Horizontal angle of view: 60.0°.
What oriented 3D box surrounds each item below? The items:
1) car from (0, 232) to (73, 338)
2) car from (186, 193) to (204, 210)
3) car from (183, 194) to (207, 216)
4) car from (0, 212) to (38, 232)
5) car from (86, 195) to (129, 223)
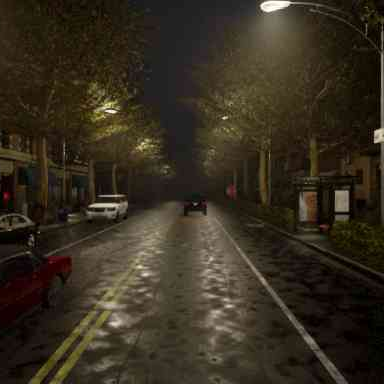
[{"bbox_3d":[-3.568,1.600,5.128,1.895,1.301,4.718,0,0,0],"label":"car"},{"bbox_3d":[0.389,1.221,43.686,2.150,2.045,5.566,0,0,0],"label":"car"},{"bbox_3d":[0.325,1.221,33.056,2.150,2.045,5.566,0,0,0],"label":"car"},{"bbox_3d":[-7.063,1.481,11.372,2.231,1.521,4.892,0,0,0],"label":"car"},{"bbox_3d":[-6.381,1.228,25.734,2.435,2.045,5.566,0,0,0],"label":"car"}]
